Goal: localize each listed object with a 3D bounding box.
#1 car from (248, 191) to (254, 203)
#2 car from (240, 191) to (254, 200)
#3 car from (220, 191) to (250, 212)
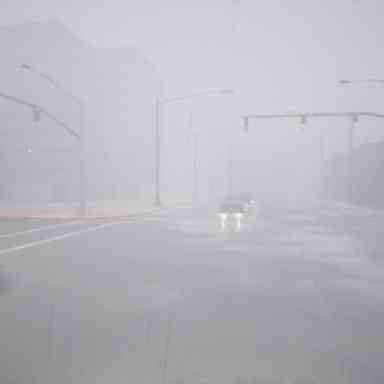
[{"bbox_3d":[5.972,0.693,39.655,1.994,1.385,4.181,0,1,13],"label":"car"},{"bbox_3d":[8.513,0.475,51.301,1.895,1.301,4.718,0,1,13],"label":"car"},{"bbox_3d":[3.647,0.910,29.005,2.033,1.411,5.357,0,1,12],"label":"car"}]
